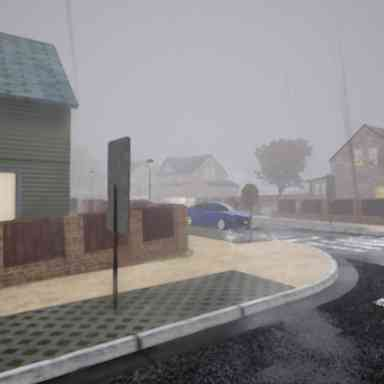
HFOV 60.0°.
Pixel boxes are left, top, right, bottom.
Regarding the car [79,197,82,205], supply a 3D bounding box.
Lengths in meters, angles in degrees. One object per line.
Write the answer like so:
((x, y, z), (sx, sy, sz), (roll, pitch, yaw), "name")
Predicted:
((-14.747, 1.439, 48.924), (1.812, 1.442, 4.674), (1, 0, -34), "car")

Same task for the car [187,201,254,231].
((1.414, 1.311, 19.343), (1.882, 1.535, 5.008), (1, -1, -34), "car")

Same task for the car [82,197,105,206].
((-10.530, 1.396, 37.299), (1.812, 1.442, 4.674), (1, 0, -33), "car")

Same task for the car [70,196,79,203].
((-20.391, 1.423, 57.391), (1.837, 1.490, 4.892), (1, 0, -34), "car")

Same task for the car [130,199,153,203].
((-4.159, 1.357, 27.712), (1.837, 1.490, 4.892), (1, -1, -33), "car")

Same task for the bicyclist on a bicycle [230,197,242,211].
((3.441, 1.212, 26.870), (1.656, 1.620, 0.582), (0, 0, -34), "bicyclist on a bicycle")
